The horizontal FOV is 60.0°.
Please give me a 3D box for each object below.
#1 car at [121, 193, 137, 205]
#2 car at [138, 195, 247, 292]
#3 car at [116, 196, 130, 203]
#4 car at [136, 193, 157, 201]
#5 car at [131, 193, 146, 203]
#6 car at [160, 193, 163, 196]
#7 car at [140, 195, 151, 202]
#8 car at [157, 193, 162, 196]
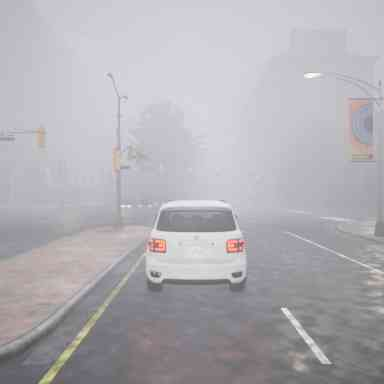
[{"bbox_3d":[-11.326,1.491,59.772,2.128,1.511,4.902,0,0,1],"label":"car"},{"bbox_3d":[0.108,1.221,9.101,2.150,2.045,5.566,0,0,1],"label":"car"},{"bbox_3d":[-14.466,1.595,69.824,1.895,1.301,4.718,0,0,0],"label":"car"},{"bbox_3d":[-7.845,1.352,57.989,2.097,1.767,4.553,0,0,0],"label":"car"},{"bbox_3d":[-11.218,1.225,69.691,2.150,2.045,5.566,0,0,0],"label":"car"},{"bbox_3d":[-7.687,1.225,77.251,2.150,2.045,5.566,0,0,0],"label":"car"},{"bbox_3d":[-11.175,1.525,80.129,2.128,1.511,4.902,0,0,0],"label":"car"},{"bbox_3d":[-7.753,1.525,66.873,1.812,1.442,4.674,0,0,1],"label":"car"}]
